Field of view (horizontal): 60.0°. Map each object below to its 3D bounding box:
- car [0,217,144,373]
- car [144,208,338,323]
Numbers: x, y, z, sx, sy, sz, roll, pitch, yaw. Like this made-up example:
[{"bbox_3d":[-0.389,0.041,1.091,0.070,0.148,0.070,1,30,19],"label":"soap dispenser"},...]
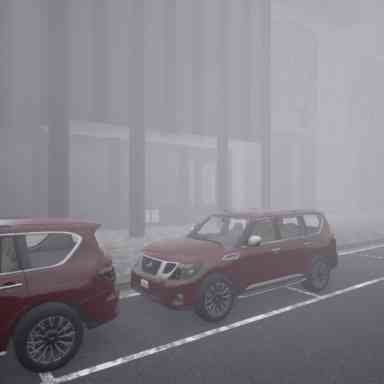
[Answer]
[{"bbox_3d":[-3.388,1.315,4.114,5.009,1.841,2.192,0,0,-35],"label":"car"},{"bbox_3d":[1.204,1.314,7.389,5.009,1.841,2.192,0,0,-35],"label":"car"}]
